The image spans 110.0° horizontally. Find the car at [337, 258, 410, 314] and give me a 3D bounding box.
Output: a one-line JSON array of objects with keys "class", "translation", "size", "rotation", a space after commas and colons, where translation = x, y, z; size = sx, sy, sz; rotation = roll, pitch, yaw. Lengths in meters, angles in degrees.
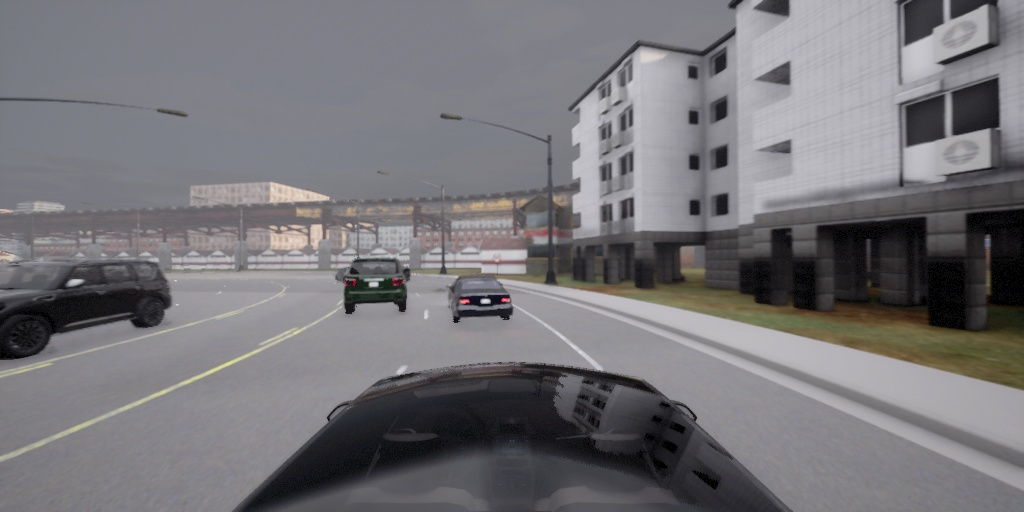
[{"class": "car", "translation": [-5.489, 1.088, 14.914], "size": [2.150, 2.045, 5.566], "rotation": [0, 0, -16]}]

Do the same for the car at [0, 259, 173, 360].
[{"class": "car", "translation": [-11.362, 1.108, 8.914], "size": [2.150, 2.045, 5.566], "rotation": [0, 0, -11]}]

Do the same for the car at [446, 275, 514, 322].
[{"class": "car", "translation": [-1.292, 1.366, 12.733], "size": [2.033, 1.411, 5.357], "rotation": [0, 0, -12]}]

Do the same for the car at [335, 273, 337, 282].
[{"class": "car", "translation": [-14.136, 1.593, 31.573], "size": [1.994, 1.385, 4.181], "rotation": [0, 0, -38]}]
